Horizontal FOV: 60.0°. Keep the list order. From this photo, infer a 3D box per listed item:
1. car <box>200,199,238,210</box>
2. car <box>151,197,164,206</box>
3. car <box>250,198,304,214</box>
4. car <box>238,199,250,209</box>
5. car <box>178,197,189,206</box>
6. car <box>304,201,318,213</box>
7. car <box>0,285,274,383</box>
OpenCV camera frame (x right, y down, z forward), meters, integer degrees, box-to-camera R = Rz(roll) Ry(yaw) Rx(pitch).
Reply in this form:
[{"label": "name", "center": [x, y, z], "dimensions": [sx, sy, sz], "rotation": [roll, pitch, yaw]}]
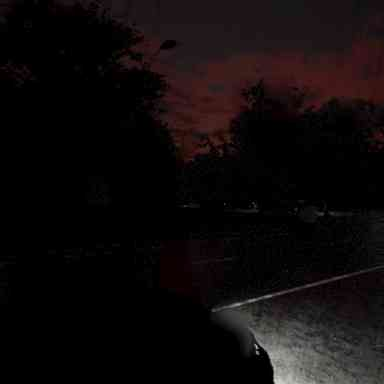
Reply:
[{"label": "car", "center": [3.144, 1.546, 42.152], "dimensions": [1.895, 1.301, 4.718], "rotation": [0, 0, -38]}, {"label": "car", "center": [-6.197, 1.492, 54.130], "dimensions": [2.033, 1.411, 5.357], "rotation": [0, 0, -38]}, {"label": "car", "center": [8.808, 1.451, 34.904], "dimensions": [1.837, 1.490, 4.892], "rotation": [0, 0, -38]}, {"label": "car", "center": [6.022, 1.537, 44.154], "dimensions": [1.895, 1.301, 4.718], "rotation": [0, 0, -38]}, {"label": "car", "center": [-2.299, 1.497, 54.821], "dimensions": [1.994, 1.385, 4.181], "rotation": [0, 0, -38]}, {"label": "car", "center": [11.630, 1.462, 36.979], "dimensions": [1.812, 1.442, 4.674], "rotation": [0, 0, -38]}, {"label": "car", "center": [-1.238, 1.564, 2.815], "dimensions": [4.181, 1.385, 1.994], "rotation": [0, 0, -36]}]
